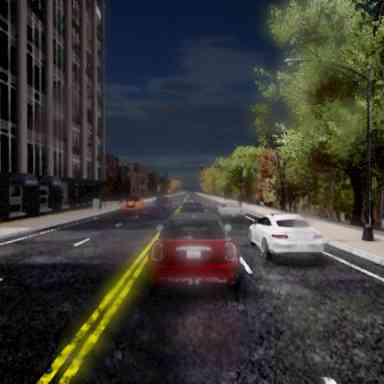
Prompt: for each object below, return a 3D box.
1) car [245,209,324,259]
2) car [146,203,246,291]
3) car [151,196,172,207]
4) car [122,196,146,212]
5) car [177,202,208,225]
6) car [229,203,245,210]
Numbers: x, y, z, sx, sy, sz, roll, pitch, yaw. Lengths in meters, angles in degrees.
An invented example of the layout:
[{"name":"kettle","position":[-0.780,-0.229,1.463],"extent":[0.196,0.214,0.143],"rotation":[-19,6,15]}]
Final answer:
[{"name":"car","position":[3.319,1.509,12.350],"extent":[1.812,1.442,4.674],"rotation":[0,0,0]},{"name":"car","position":[0.053,1.339,9.152],"extent":[2.097,1.767,4.553],"rotation":[0,0,0]},{"name":"car","position":[-3.363,1.303,37.964],"extent":[2.097,1.767,4.553],"rotation":[0,0,0]},{"name":"car","position":[-6.613,1.303,37.991],"extent":[2.097,1.767,4.553],"rotation":[0,0,0]},{"name":"car","position":[0.049,1.515,25.154],"extent":[2.033,1.411,5.357],"rotation":[0,0,0]},{"name":"car","position":[3.312,1.564,28.249],"extent":[1.895,1.301,4.718],"rotation":[0,0,0]}]
